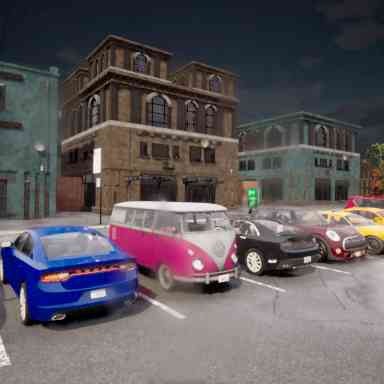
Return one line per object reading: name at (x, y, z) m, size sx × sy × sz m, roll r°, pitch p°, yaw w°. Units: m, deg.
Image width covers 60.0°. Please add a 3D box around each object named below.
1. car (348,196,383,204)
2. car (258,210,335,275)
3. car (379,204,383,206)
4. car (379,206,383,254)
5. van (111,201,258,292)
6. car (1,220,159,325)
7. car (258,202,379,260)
car at (10.653, 1.230, 17.046) m, size 2.435 × 2.045 × 5.566 m, roll 0°, pitch 0°, yaw -36°
car at (1.587, 1.483, 10.584) m, size 2.231 × 1.521 × 4.892 m, roll 0°, pitch 0°, yaw -36°
car at (8.370, 1.481, 15.453) m, size 2.097 × 1.535 × 5.008 m, roll 0°, pitch 0°, yaw -36°
car at (6.218, 1.478, 13.678) m, size 1.946 × 1.575 × 5.366 m, roll 0°, pitch 0°, yaw -36°
van at (-0.612, 1.256, 8.874) m, size 1.878 × 1.987 × 4.442 m, roll 0°, pitch 0°, yaw -36°
car at (-2.940, 1.480, 7.345) m, size 2.097 × 1.535 × 5.008 m, roll 0°, pitch 0°, yaw -36°
car at (3.930, 1.356, 12.308) m, size 2.185 × 1.767 × 4.553 m, roll 0°, pitch 0°, yaw -36°
